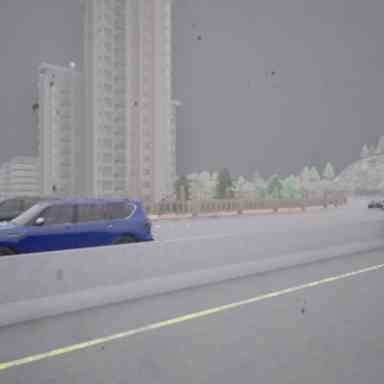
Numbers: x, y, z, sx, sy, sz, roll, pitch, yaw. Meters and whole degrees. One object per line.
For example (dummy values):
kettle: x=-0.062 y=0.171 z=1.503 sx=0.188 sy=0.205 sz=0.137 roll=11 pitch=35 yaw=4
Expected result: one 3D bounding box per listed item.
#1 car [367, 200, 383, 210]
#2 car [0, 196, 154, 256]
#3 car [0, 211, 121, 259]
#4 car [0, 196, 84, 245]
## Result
car: x=24.503 y=1.698 z=43.854 sx=1.895 sy=1.301 sz=4.718 roll=0 pitch=0 yaw=37
car: x=-3.836 y=1.220 z=9.856 sx=5.566 sy=2.045 sz=2.150 roll=0 pitch=0 yaw=-36
car: x=-5.168 y=1.562 z=13.212 sx=4.181 sy=1.385 sz=1.994 roll=0 pitch=0 yaw=-36
car: x=-8.144 y=1.220 z=15.381 sx=5.566 sy=2.045 sz=2.150 roll=0 pitch=0 yaw=-36
